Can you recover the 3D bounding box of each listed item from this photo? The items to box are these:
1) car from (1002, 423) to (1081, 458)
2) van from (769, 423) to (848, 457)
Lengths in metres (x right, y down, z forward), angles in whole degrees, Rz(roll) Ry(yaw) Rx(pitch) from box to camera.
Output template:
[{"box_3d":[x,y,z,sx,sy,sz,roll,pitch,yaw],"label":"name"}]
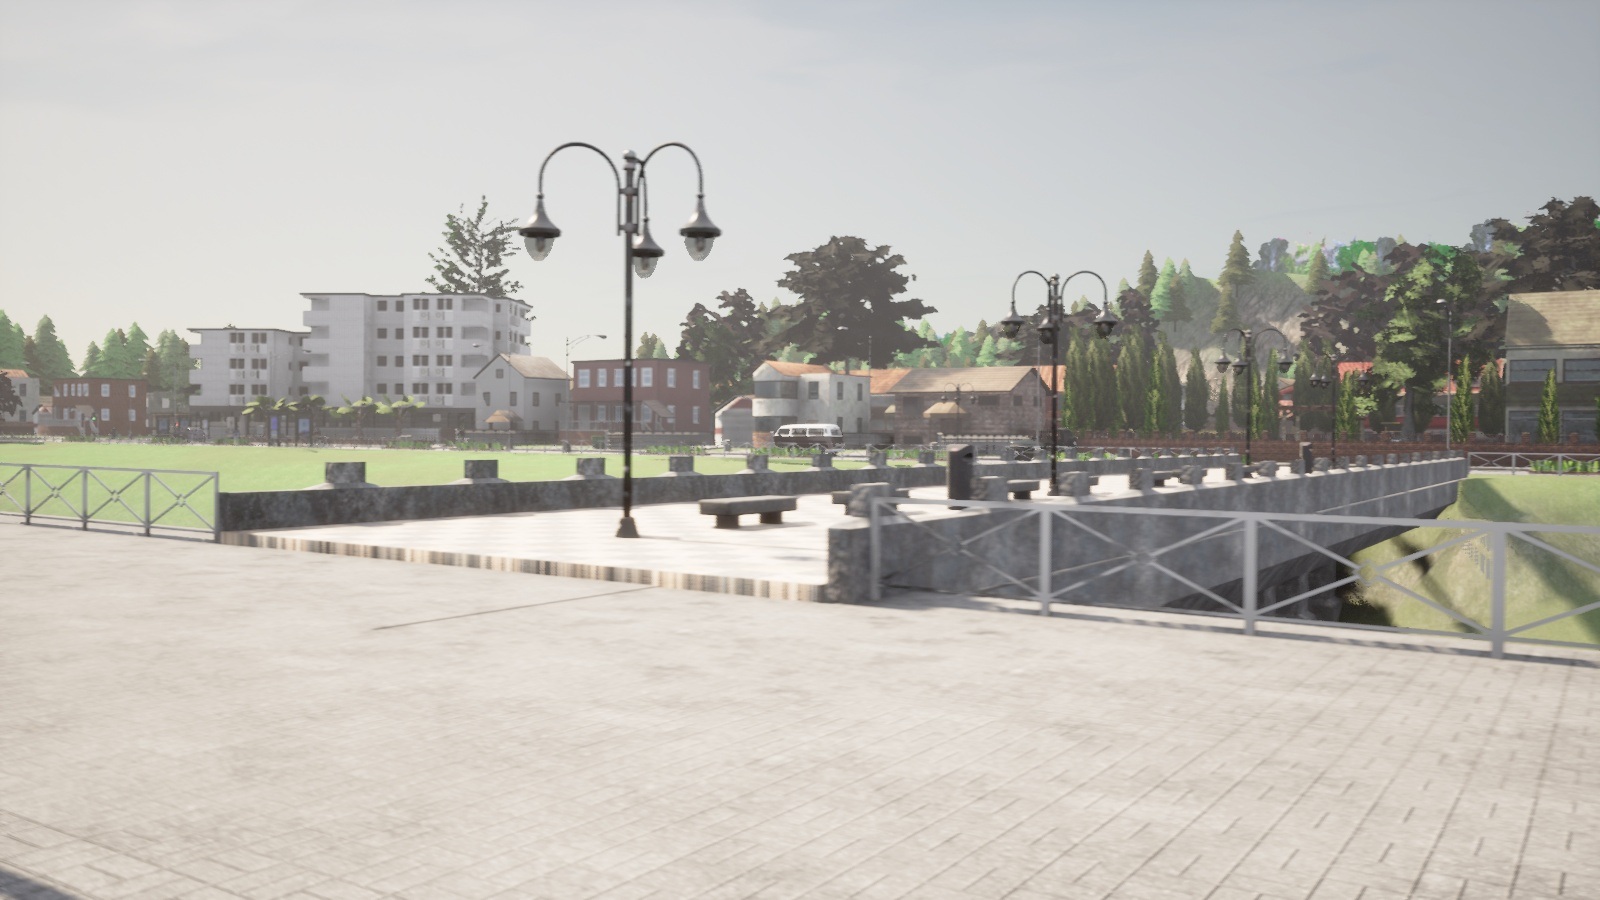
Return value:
[{"box_3d":[13.339,-0.541,69.368,3.866,1.878,1.905,0,1,34],"label":"car"},{"box_3d":[0.497,-0.613,77.882,4.480,2.038,2.069,0,1,34],"label":"van"}]
